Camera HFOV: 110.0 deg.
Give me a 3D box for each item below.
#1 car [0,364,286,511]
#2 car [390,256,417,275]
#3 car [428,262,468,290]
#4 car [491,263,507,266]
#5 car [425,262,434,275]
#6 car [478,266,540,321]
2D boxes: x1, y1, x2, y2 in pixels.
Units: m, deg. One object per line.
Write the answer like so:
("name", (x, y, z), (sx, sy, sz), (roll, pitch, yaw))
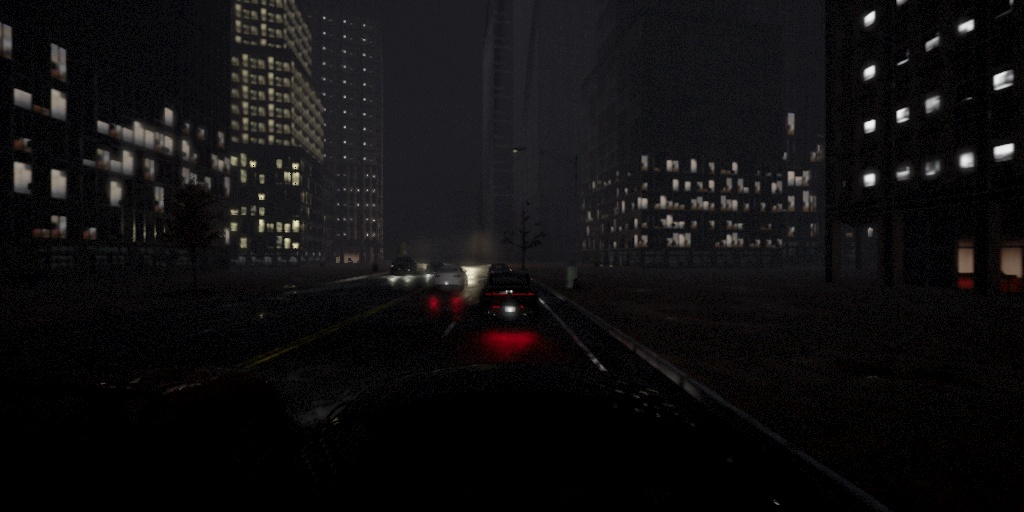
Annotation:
("car", (-3.189, 1.280, 1.655), (1.812, 1.442, 4.674), (0, 0, 0))
("car", (-11.975, 1.032, 40.012), (2.150, 2.045, 5.566), (0, 0, -6))
("car", (-3.815, 1.305, 22.485), (1.812, 1.442, 4.674), (0, 0, -3))
("car", (-1.099, 1.332, 30.566), (2.033, 1.411, 5.357), (0, 0, -5))
("car", (-8.865, 1.356, 41.503), (2.033, 1.411, 5.357), (0, 0, -6))
("car", (-0.121, 1.268, 12.583), (1.837, 1.490, 4.892), (0, 0, -2))
